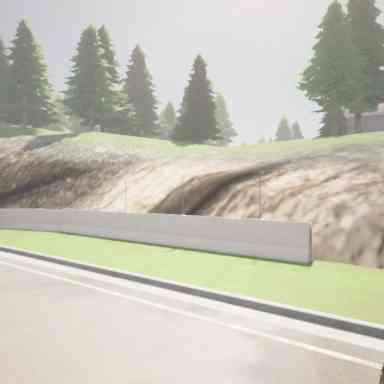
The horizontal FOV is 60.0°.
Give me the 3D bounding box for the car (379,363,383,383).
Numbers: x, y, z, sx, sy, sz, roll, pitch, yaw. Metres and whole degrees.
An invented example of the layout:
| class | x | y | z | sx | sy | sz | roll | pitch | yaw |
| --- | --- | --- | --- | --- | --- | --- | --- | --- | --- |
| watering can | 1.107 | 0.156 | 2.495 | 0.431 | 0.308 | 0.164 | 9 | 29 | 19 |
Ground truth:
| class | x | y | z | sx | sy | sz | roll | pitch | yaw |
| --- | --- | --- | --- | --- | --- | --- | --- | --- | --- |
| car | 3.261 | 1.565 | 1.735 | 4.181 | 1.385 | 1.994 | 0 | 0 | 35 |
